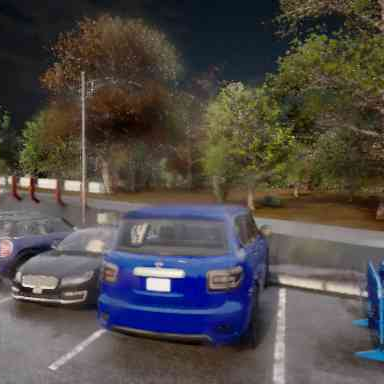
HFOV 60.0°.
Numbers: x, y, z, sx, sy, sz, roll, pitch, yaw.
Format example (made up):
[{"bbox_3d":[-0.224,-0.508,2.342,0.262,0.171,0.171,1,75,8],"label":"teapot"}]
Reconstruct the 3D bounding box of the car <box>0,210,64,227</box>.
[{"bbox_3d":[-4.618,1.456,10.097,2.185,1.767,4.553,-1,-1,15],"label":"car"}]

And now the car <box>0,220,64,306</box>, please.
[{"bbox_3d":[-2.145,1.554,8.372,2.231,1.521,4.892,0,-1,16],"label":"car"}]

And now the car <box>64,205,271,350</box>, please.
[{"bbox_3d":[0.308,1.272,6.642,2.435,2.045,5.566,-1,-1,16],"label":"car"}]
